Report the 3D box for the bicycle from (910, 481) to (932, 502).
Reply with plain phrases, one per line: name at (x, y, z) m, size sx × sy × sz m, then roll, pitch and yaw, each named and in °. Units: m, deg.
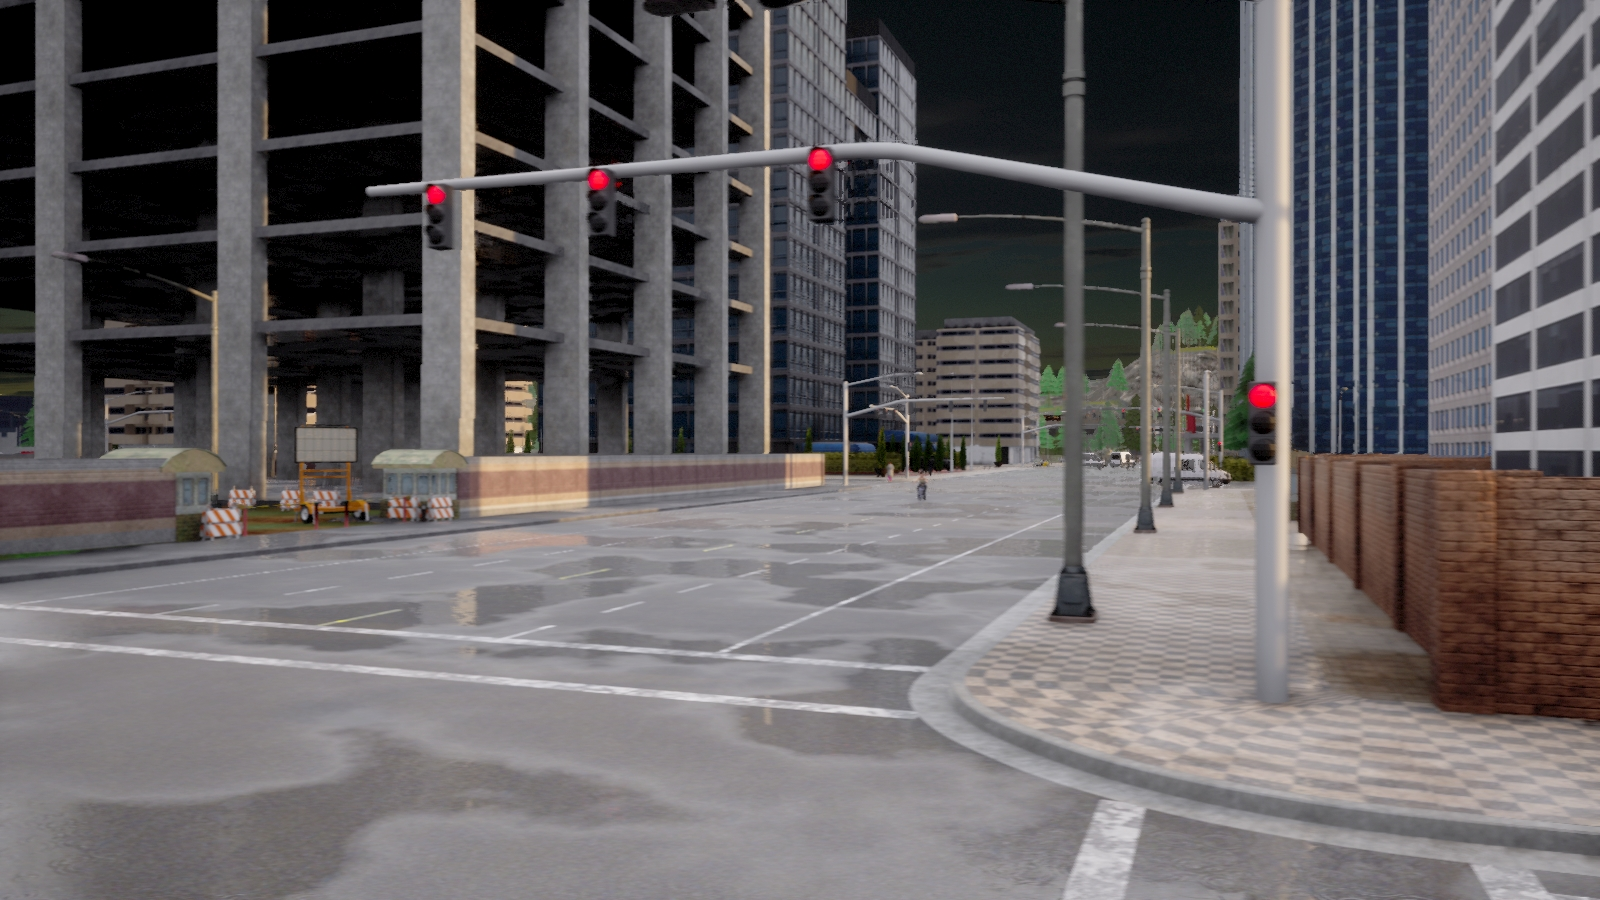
bicycle at (6.550, 2.254, 61.653) m, size 0.859 × 1.080 × 1.487 m, roll 0°, pitch 0°, yaw 20°
